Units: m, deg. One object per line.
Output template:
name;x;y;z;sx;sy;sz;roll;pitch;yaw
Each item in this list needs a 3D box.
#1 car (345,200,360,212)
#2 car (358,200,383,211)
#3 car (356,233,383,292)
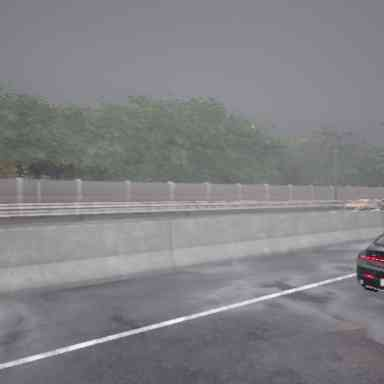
car;19.899;1.655;38.843;5.008;1.535;1.882;1;0;-33
car;19.701;1.770;34.523;4.718;1.301;1.895;0;0;-33
car;5.788;1.544;7.815;4.892;1.490;1.837;0;0;-35
